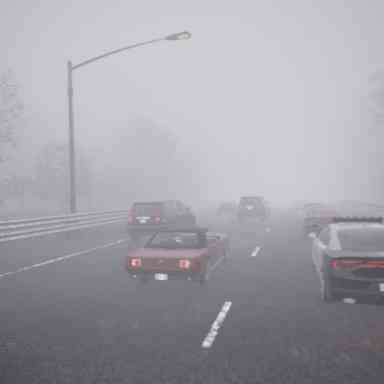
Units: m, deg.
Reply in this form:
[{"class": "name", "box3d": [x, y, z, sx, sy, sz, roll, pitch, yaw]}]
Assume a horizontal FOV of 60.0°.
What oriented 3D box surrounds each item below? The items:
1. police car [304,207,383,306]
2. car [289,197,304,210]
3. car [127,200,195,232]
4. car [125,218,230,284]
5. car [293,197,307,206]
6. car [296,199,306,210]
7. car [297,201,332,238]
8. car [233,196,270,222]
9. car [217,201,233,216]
[{"class": "police car", "box3d": [3.959, 1.388, 8.021, 1.930, 1.638, 5.238, -2, -1, 16]}, {"class": "car", "box3d": [13.561, 1.550, 42.584, 1.812, 1.442, 4.674, -2, 0, 19]}, {"class": "car", "box3d": [-1.475, 1.423, 17.783, 2.150, 2.045, 5.566, -2, 0, 16]}, {"class": "car", "box3d": [-0.109, 1.693, 9.900, 1.895, 1.301, 4.718, -2, -1, 16]}, {"class": "car", "box3d": [18.628, 1.582, 57.330, 2.033, 1.411, 5.357, -2, -1, 20]}, {"class": "car", "box3d": [8.403, 1.484, 23.068, 1.837, 1.490, 4.892, -2, -1, 17]}, {"class": "car", "box3d": [6.689, 1.450, 17.397, 1.882, 1.535, 5.008, -2, -1, 17]}, {"class": "car", "box3d": [5.152, 1.332, 27.589, 2.150, 2.045, 5.566, -2, -1, 17]}, {"class": "car", "box3d": [3.921, 1.722, 35.259, 1.837, 1.490, 4.892, -2, -1, 18]}]
